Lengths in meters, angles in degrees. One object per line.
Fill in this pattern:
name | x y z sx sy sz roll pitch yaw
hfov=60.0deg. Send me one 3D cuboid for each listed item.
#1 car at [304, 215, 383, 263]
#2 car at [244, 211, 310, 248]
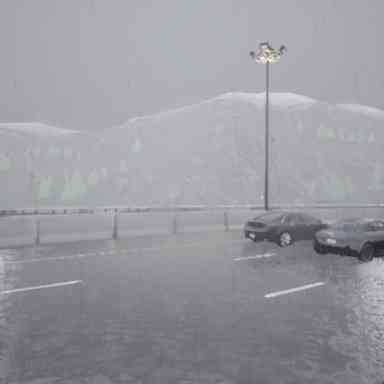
car | 6.557 1.692 12.556 4.181 1.385 1.994 1 0 -31
car | 4.667 1.636 15.506 4.892 1.490 1.837 0 0 -31
